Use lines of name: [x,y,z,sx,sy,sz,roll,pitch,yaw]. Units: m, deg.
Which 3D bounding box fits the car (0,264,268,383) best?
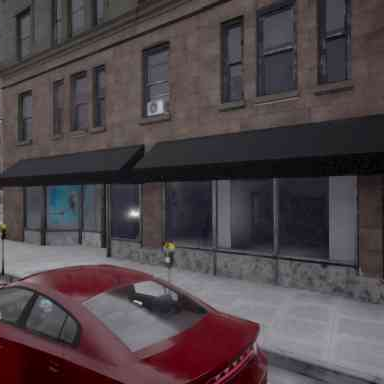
car: [-1.396,1.545,3.861,4.507,1.381,1.887,0,0,36]
